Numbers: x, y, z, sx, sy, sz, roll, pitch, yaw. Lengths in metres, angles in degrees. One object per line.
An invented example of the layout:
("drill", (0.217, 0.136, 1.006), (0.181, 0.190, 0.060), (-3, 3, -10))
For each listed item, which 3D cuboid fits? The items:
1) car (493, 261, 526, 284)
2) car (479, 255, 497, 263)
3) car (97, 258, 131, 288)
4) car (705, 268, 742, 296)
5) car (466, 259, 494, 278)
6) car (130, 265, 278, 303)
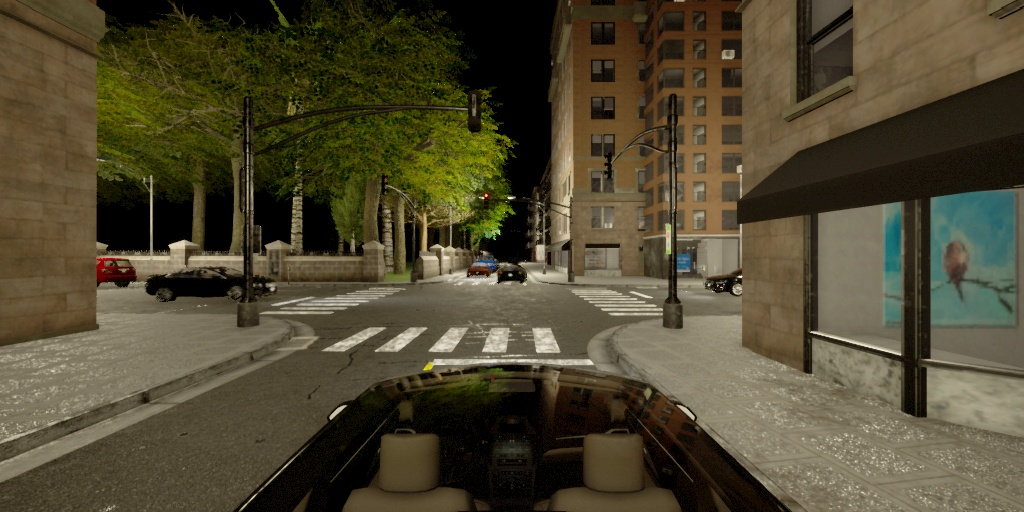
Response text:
("car", (0.019, 1.303, 27.203), (1.994, 1.385, 4.181), (0, 0, 4))
("car", (-3.039, 0.933, 42.910), (2.150, 2.045, 5.566), (0, 0, 0))
("car", (-25.921, 1.035, 21.775), (5.009, 1.841, 2.192), (0, 0, 1))
("car", (12.691, 1.271, 18.674), (4.892, 1.490, 1.837), (0, 0, 1))
("car", (-3.051, 1.293, 33.602), (1.994, 1.385, 4.181), (0, 0, 0))
("car", (-13.231, 1.229, 15.979), (4.902, 1.511, 2.128), (0, 0, -4))
